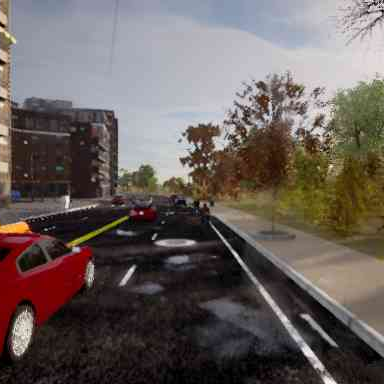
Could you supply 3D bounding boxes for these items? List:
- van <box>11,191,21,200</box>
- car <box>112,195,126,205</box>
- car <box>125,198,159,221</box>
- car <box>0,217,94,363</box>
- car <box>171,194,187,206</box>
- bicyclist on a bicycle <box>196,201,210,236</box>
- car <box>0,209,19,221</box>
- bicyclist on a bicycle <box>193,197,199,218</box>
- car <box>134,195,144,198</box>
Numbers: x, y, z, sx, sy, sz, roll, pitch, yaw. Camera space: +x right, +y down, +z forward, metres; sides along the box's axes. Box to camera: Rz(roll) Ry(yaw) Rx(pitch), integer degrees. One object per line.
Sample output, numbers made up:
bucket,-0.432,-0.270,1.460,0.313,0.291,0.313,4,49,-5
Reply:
van,-33.854,0.665,61.541,3.998,1.788,1.690,1,-1,-34
car,-12.003,1.257,54.778,1.882,1.535,5.008,0,0,-8
car,-3.669,1.453,25.625,1.994,1.385,4.181,0,0,-2
car,-3.196,1.455,5.845,1.882,1.535,5.008,0,0,0
car,-1.724,1.322,48.787,2.033,1.411,5.357,0,0,-4
bicyclist on a bicycle,0.666,1.376,16.584,0.582,1.620,1.656,0,0,-1
car,-6.695,1.318,9.837,2.097,1.767,4.553,0,0,-1
bicyclist on a bicycle,0.347,1.249,26.518,0.659,1.776,1.843,0,1,-2
car,-8.762,1.289,55.145,2.128,1.511,4.902,0,0,-5
